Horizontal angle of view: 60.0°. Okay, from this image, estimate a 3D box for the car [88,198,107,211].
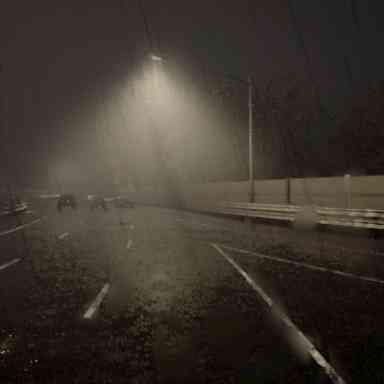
[{"bbox_3d":[-11.751,1.506,41.423,1.837,1.490,4.892,0,0,-22],"label":"car"}]

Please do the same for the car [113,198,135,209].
[{"bbox_3d":[-8.997,1.500,43.958,1.812,1.442,4.674,0,0,-23],"label":"car"}]

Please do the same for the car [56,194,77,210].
[{"bbox_3d":[-16.501,1.259,43.779,2.150,2.045,5.566,0,0,-25],"label":"car"}]
